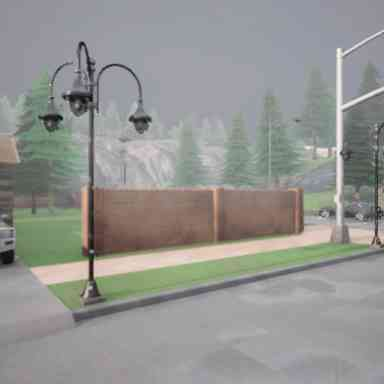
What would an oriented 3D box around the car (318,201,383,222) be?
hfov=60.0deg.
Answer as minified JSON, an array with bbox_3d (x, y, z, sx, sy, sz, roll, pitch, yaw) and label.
[{"bbox_3d":[12.533,1.496,26.598,2.128,1.511,4.902,0,0,-35],"label":"car"}]

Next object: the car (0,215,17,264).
[{"bbox_3d":[-6.888,1.173,10.425,1.932,1.855,4.605,0,0,-36],"label":"car"}]
